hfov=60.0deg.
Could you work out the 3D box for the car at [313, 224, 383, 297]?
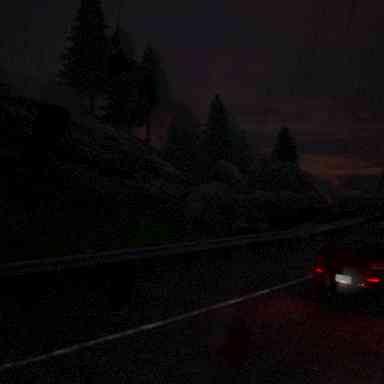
[{"bbox_3d":[4.630,1.506,7.952,4.674,1.442,1.812,0,0,-42],"label":"car"}]
